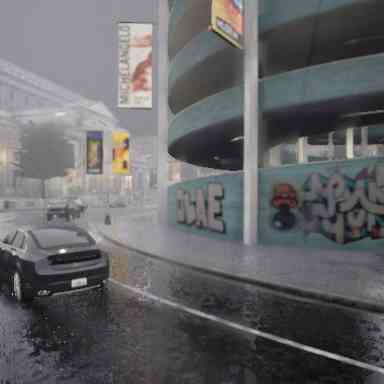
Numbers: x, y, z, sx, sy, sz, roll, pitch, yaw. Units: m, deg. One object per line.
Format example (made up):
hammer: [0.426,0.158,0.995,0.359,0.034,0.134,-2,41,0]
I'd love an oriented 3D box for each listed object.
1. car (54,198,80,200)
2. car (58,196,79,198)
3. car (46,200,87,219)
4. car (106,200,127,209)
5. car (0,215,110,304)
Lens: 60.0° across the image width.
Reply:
car: [-13.667,1.784,37.634,2.128,1.511,4.902,0,-1,11]
car: [-18.326,1.592,48.078,2.150,2.045,5.566,0,-1,18]
car: [-11.116,1.731,29.217,1.837,1.490,4.892,0,-1,-2]
car: [-12.459,2.069,55.021,1.994,1.385,4.181,0,-1,17]
car: [-3.805,1.571,8.511,1.837,1.490,4.892,0,0,-40]
